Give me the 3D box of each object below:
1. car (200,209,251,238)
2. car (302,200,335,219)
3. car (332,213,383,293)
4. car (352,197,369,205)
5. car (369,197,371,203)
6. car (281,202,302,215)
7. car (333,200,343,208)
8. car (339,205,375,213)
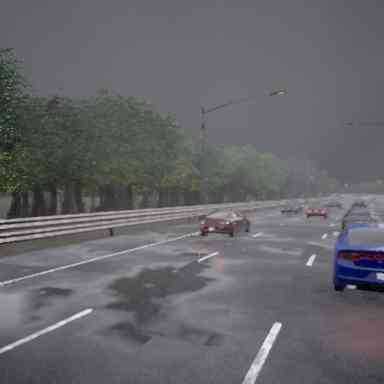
[{"bbox_3d":[1.987,1.721,19.008,1.812,1.442,4.674,-1,-1,25],"label":"car"},{"bbox_3d":[12.516,1.848,32.740,2.033,1.411,5.357,-1,-1,27],"label":"car"},{"bbox_3d":[4.837,1.541,8.824,1.882,1.535,5.008,-1,-1,25],"label":"car"},{"bbox_3d":[26.948,1.803,53.507,2.097,1.767,4.553,-1,-1,28],"label":"car"},{"bbox_3d":[38.328,2.077,74.512,1.882,1.535,5.008,-1,-1,29],"label":"car"},{"bbox_3d":[11.935,1.930,39.480,2.033,1.411,5.357,-1,-1,27],"label":"car"},{"bbox_3d":[23.082,1.960,53.445,2.128,1.511,4.902,-1,-1,28],"label":"car"},{"bbox_3d":[10.518,1.736,20.853,1.994,1.385,4.181,-1,-1,26],"label":"car"}]
